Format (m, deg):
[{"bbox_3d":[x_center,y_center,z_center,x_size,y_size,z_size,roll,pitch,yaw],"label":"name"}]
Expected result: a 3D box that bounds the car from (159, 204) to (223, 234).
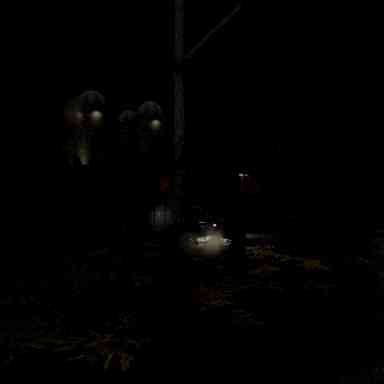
[{"bbox_3d":[-0.199,1.505,19.565,1.837,1.490,4.892,0,0,-35],"label":"car"}]
